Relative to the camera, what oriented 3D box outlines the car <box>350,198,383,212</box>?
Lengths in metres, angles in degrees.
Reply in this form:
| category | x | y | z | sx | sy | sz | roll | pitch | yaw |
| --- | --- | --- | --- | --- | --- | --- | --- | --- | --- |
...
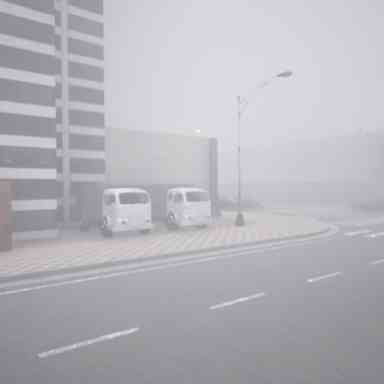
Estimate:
| category | x | y | z | sx | sy | sz | roll | pitch | yaw |
| --- | --- | --- | --- | --- | --- | --- | --- | --- | --- |
| car | 16.363 | 1.174 | 28.872 | 1.895 | 1.301 | 4.718 | -1 | 1 | -34 |

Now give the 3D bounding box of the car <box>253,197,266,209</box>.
| category | x | y | z | sx | sy | sz | roll | pitch | yaw |
| --- | --- | --- | --- | --- | --- | --- | --- | --- | --- |
| car | 5.964 | 1.105 | 36.890 | 2.128 | 1.511 | 4.902 | -1 | 0 | -36 |

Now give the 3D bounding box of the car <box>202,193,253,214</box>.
| category | x | y | z | sx | sy | sz | roll | pitch | yaw |
| --- | --- | --- | --- | --- | --- | --- | --- | --- | --- |
| car | 3.532 | 1.135 | 34.276 | 1.882 | 1.535 | 5.008 | -1 | 0 | -36 |

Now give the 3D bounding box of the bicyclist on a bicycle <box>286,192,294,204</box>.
| category | x | y | z | sx | sy | sz | roll | pitch | yaw |
| --- | --- | --- | --- | --- | --- | --- | --- | --- | --- |
| bicyclist on a bicycle | 13.397 | 0.775 | 45.359 | 1.656 | 1.620 | 0.582 | -1 | 1 | -36 |
